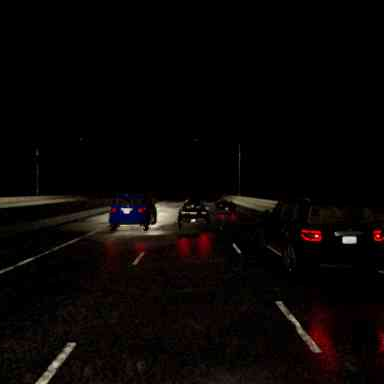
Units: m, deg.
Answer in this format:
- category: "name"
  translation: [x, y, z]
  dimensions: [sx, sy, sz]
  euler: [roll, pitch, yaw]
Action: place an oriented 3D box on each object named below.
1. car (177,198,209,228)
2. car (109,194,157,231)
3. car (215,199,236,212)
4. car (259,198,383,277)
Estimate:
- category: "car"
  translation: [0.079, 1.397, 21.148]
  dimensions: [2.128, 1.511, 4.902]
  euler: [0, 0, 0]
- category: "car"
  translation: [-3.419, 1.131, 20.127]
  dimensions: [2.150, 2.045, 5.566]
  euler: [0, 0, 0]
- category: "car"
  translation: [3.566, 1.437, 36.347]
  dimensions: [1.895, 1.301, 4.718]
  euler: [0, 0, 0]
- category: "car"
  translation: [3.591, 1.175, 10.265]
  dimensions: [2.150, 2.045, 5.566]
  euler: [0, 0, 0]
